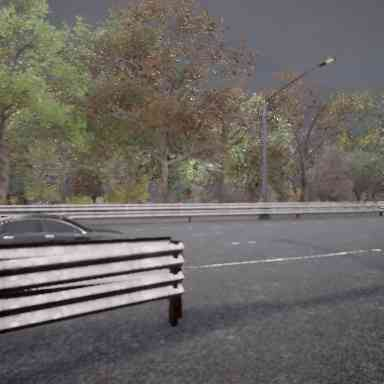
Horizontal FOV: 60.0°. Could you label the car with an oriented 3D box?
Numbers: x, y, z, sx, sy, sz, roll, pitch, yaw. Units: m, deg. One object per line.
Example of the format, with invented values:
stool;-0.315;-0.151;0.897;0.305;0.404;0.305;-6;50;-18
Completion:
car;-4.292;1.436;9.938;4.892;1.490;1.837;0;0;-23
